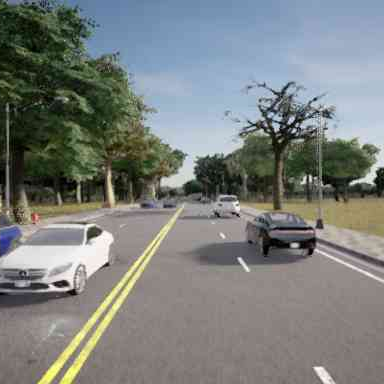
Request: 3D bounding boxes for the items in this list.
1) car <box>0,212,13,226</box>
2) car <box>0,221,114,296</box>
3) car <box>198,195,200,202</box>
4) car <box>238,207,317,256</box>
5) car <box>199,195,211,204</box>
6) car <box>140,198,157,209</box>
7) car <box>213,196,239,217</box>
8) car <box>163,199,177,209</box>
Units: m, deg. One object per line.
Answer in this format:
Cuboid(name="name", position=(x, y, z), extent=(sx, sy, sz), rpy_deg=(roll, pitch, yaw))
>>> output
Cuboid(name="car", position=(-6.601, 1.379, 9.100), extent=(2.097, 1.767, 4.553), rpy_deg=(0, 0, 0))
Cuboid(name="car", position=(-3.351, 1.552, 8.881), extent=(1.812, 1.442, 4.674), rpy_deg=(0, 0, 0))
Cuboid(name="car", position=(3.246, 2.049, 84.799), extent=(1.801, 1.575, 5.366), rpy_deg=(0, -1, 0))
Cuboid(name="car", position=(3.348, 1.536, 13.251), extent=(2.128, 1.511, 4.902), rpy_deg=(0, 0, 0))
Cuboid(name="car", position=(3.246, 1.964, 73.607), extent=(2.128, 1.511, 4.902), rpy_deg=(0, -1, 0))
Cuboid(name="car", position=(-6.572, 1.622, 50.378), extent=(2.097, 1.767, 4.553), rpy_deg=(0, -1, 0))
Cuboid(name="car", position=(3.349, 1.368, 32.886), extent=(2.150, 2.045, 5.566), rpy_deg=(0, 0, 0))
Cuboid(name="car", position=(-3.320, 1.837, 50.878), extent=(1.994, 1.385, 4.181), rpy_deg=(0, 0, 0))
